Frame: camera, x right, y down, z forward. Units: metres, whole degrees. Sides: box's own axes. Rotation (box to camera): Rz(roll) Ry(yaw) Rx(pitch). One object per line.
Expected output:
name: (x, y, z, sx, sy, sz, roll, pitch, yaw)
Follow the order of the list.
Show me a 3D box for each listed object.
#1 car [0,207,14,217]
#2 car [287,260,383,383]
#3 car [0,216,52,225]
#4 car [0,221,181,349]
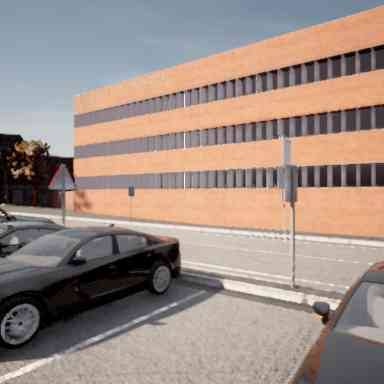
car: (-6.830, 1.187, 9.903, 2.435, 2.045, 5.566, 0, 0, 36)
car: (2.355, 1.521, 3.317, 2.002, 1.452, 4.674, 0, 0, 36)
car: (-4.547, 1.490, 8.242, 2.002, 1.452, 4.674, 0, 0, 36)
car: (-2.243, 1.462, 6.602, 2.097, 1.535, 5.008, 0, 0, 36)
